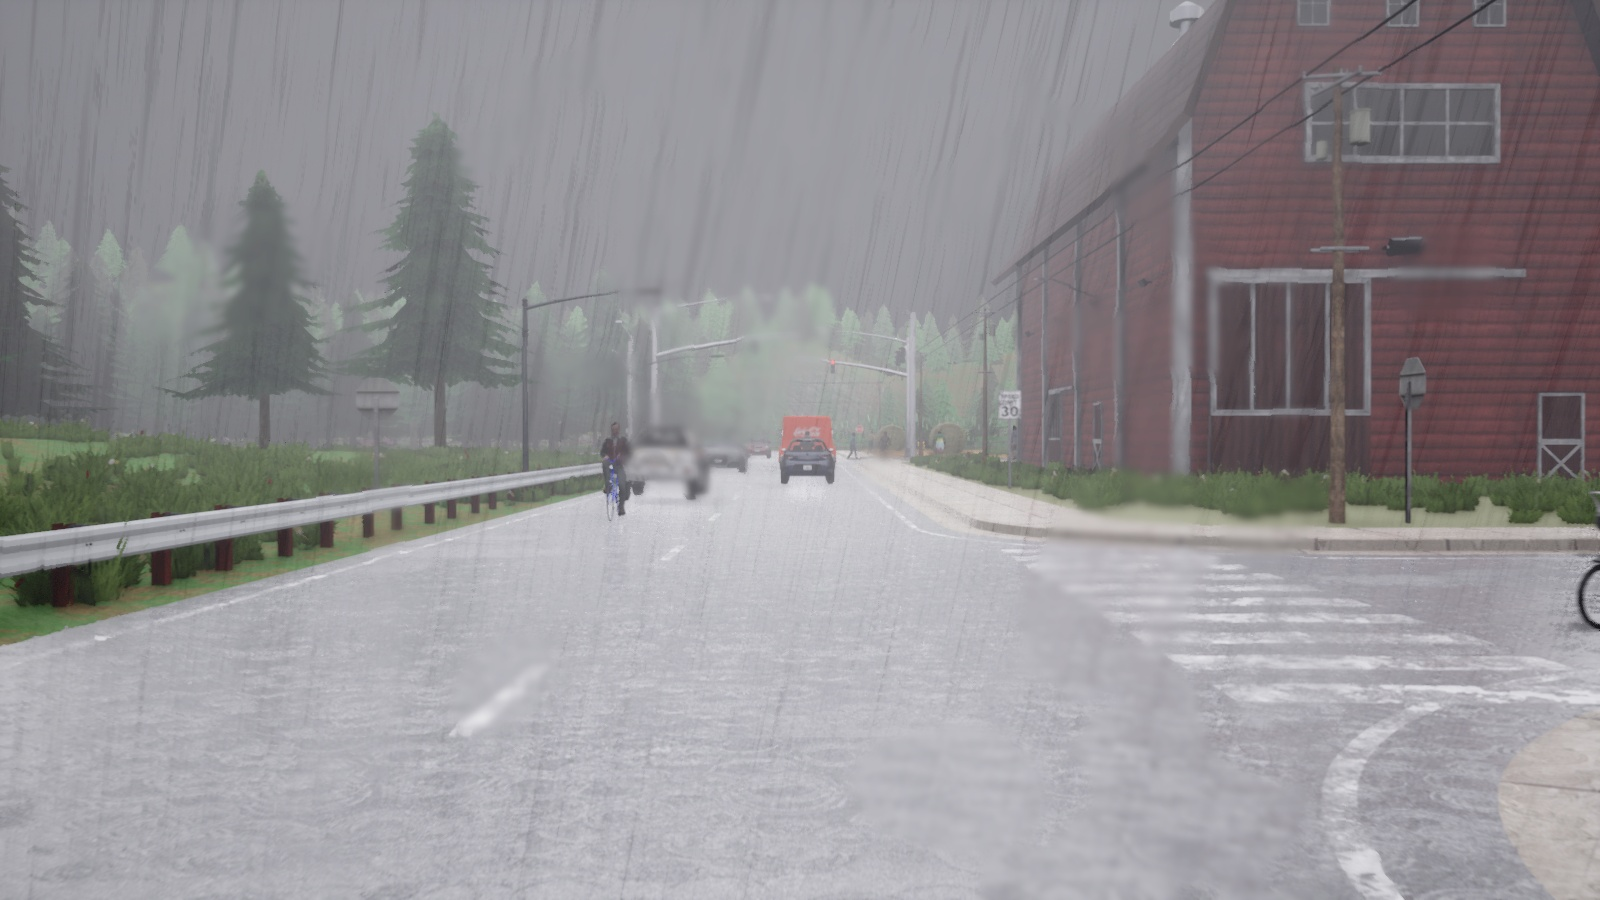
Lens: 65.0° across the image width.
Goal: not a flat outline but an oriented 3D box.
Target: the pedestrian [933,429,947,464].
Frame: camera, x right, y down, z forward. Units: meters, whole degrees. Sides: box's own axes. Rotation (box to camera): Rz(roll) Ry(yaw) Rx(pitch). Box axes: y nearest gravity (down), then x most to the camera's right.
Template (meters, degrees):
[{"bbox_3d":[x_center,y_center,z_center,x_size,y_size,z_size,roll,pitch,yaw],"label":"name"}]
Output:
[{"bbox_3d":[7.907,-0.194,70.847,0.659,1.952,0.873,0,1,-4],"label":"pedestrian"}]

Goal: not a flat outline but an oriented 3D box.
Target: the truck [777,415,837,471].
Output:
[{"bbox_3d":[0.340,-0.327,57.688,2.627,2.467,5.204,0,1,0],"label":"truck"}]

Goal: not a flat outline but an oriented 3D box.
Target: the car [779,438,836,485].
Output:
[{"bbox_3d":[0.250,0.336,41.661,1.816,1.474,4.193,0,1,0],"label":"car"}]

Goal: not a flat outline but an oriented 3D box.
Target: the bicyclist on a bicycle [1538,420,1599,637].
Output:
[{"bbox_3d":[6.700,0.589,9.675,1.509,1.612,0.866,0,2,-11],"label":"bicyclist on a bicycle"}]

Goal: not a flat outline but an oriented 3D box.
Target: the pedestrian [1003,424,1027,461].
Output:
[{"bbox_3d":[11.043,-0.389,64.538,0.874,1.855,0.900,0,1,-19],"label":"pedestrian"}]

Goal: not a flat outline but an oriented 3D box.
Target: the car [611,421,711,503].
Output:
[{"bbox_3d":[-3.312,0.246,30.816,1.932,1.855,4.605,0,1,0],"label":"car"}]

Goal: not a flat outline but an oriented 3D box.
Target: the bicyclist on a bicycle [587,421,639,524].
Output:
[{"bbox_3d":[-3.357,0.383,22.718,0.659,1.776,1.843,0,0,0],"label":"bicyclist on a bicycle"}]

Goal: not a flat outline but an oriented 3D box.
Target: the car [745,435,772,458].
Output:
[{"bbox_3d":[-2.974,-0.281,90.756,1.851,1.617,3.988,0,1,0],"label":"car"}]

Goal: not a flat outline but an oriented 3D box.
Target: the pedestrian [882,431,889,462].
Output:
[{"bbox_3d":[4.859,-0.201,71.421,0.328,1.805,0.869,0,1,-3],"label":"pedestrian"}]

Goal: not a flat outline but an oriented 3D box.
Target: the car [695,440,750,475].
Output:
[{"bbox_3d":[-3.187,0.274,52.425,1.994,1.385,4.181,0,1,0],"label":"car"}]
